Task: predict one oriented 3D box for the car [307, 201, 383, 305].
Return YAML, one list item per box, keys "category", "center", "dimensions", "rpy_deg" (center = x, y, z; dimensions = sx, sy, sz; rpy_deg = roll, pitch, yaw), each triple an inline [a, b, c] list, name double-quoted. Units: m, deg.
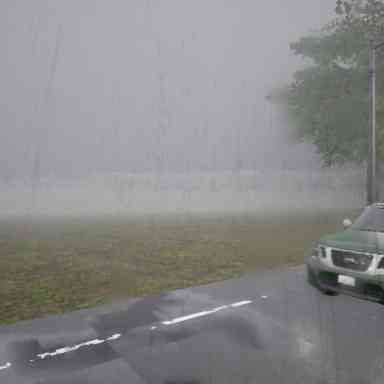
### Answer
- category: "car"
  center: [5.009, 1.219, 7.532]
  dimensions: [5.566, 2.045, 2.150]
  rpy_deg: [0, 0, -35]
